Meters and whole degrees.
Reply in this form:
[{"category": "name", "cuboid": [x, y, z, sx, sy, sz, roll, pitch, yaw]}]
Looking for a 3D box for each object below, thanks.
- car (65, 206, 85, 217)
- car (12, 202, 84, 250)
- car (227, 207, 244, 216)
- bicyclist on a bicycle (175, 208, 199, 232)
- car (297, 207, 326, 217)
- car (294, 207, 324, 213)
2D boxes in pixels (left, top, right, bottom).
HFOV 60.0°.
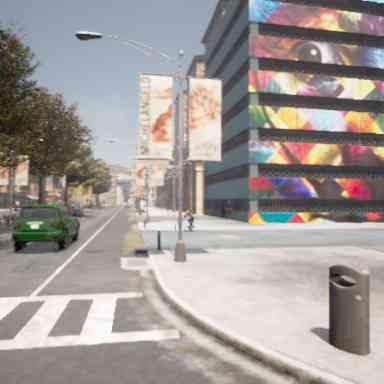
[{"category": "car", "cuboid": [-16.344, 2.707, 46.656, 1.812, 1.442, 4.674, 1, -2, -10]}, {"category": "car", "cuboid": [-7.172, 1.644, 16.842, 2.150, 2.045, 5.566, 1, -2, -10]}, {"category": "car", "cuboid": [6.479, 2.813, 48.412, 2.161, 1.482, 4.786, 1, -2, -11]}, {"category": "bicyclist on a bicycle", "cuboid": [-0.327, 1.939, 22.792, 1.656, 1.620, 0.582, 0, -2, -11]}, {"category": "car", "cuboid": [17.953, 2.996, 50.161, 1.895, 1.301, 4.718, 1, -2, -11]}, {"category": "car", "cuboid": [12.799, 2.455, 37.201, 2.002, 1.452, 4.674, 1, -2, -11]}]
